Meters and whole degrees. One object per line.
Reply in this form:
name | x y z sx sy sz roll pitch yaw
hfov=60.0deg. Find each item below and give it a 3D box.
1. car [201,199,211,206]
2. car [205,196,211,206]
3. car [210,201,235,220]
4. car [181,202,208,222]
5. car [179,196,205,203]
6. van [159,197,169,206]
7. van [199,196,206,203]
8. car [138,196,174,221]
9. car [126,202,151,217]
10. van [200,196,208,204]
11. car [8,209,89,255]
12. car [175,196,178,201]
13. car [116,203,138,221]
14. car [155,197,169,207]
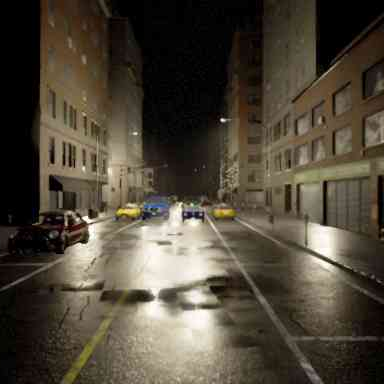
car | 2.871 2.083 67.960 1.947 1.339 4.313 0 0 0
car | 2.870 2.018 62.459 1.887 1.381 4.507 0 0 0
car | 2.863 1.748 30.331 1.752 1.417 4.829 0 0 0
car | 0.088 1.808 28.215 1.895 1.301 4.718 0 0 0
car | 0.008 1.504 38.159 2.150 2.045 5.566 0 0 0
van | -5.655 1.857 67.964 1.690 1.788 3.998 0 0 0
van | 2.876 2.032 89.967 1.690 1.788 3.998 0 0 0
car | -3.078 1.441 29.742 2.150 2.045 5.566 0 -1 0
car | -5.661 1.814 35.689 2.008 1.369 4.403 0 0 0
van | 2.873 1.945 78.965 1.690 1.788 3.998 0 0 0
car | -5.667 1.539 13.588 1.967 1.590 4.097 0 0 0
car | -5.649 2.131 89.969 1.967 1.590 4.097 0 0 0
car | -5.663 1.745 29.994 1.752 1.417 4.829 0 0 0
car | -5.656 1.788 62.464 2.192 1.841 5.009 0 0 0
